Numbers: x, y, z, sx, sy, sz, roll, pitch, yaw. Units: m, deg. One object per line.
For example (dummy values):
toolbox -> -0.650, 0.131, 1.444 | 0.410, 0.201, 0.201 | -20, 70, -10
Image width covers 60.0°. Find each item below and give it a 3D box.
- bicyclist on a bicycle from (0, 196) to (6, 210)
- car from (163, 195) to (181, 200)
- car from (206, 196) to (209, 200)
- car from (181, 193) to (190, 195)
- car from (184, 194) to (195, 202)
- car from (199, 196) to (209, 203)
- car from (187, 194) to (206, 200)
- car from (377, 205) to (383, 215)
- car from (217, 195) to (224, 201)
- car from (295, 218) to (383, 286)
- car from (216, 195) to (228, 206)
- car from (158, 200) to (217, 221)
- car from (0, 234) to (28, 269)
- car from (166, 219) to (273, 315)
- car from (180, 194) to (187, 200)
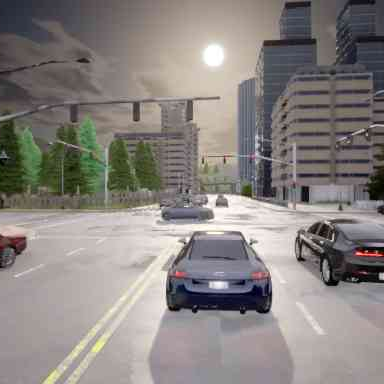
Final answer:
bicyclist on a bicycle -> -22.317, 1.301, 38.934 | 0.582, 1.620, 1.656 | 0, 0, 5
car -> -3.163, 1.547, 44.708 | 2.033, 1.411, 5.357 | 0, 0, 5
car -> 1.484, 1.352, 58.013 | 2.097, 1.767, 4.553 | 0, 0, 5
car -> -1.416, 1.221, 64.884 | 2.150, 2.045, 5.566 | 0, 0, 5
car -> -0.538, 1.355, 74.836 | 2.097, 1.767, 4.553 | 0, 0, 5
car -> 2.424, 1.505, 68.383 | 1.837, 1.490, 4.892 | 0, 0, 5
car -> 0.704, 1.505, 48.922 | 1.837, 1.490, 4.892 | 0, 0, 5
car -> 20.362, 1.478, 31.592 | 5.008, 1.535, 1.882 | 0, 0, 5
car -> 7.408, 1.500, 85.820 | 1.837, 1.490, 4.892 | 0, 0, 5
car -> 4.230, 1.505, 9.317 | 1.837, 1.490, 4.892 | 0, 0, 4
car -> 4.865, 1.564, 54.380 | 1.994, 1.385, 4.181 | 0, 0, 5
car -> -0.332, 1.564, 26.086 | 4.181, 1.385, 1.994 | 0, 0, 5
car -> -6.435, 1.601, 8.540 | 1.895, 1.301, 4.718 | 0, 0, 6
car -> 0.597, 1.564, 7.699 | 1.994, 1.385, 4.181 | 0, 0, 4
car -> -2.315, 1.547, 54.747 | 2.033, 1.411, 5.357 | 0, 0, 5
